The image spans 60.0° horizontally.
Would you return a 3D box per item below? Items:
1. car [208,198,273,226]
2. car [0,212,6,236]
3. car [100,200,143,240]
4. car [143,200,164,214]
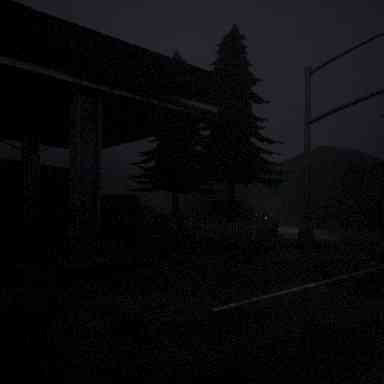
[{"bbox_3d":[3.561,1.469,25.611,2.150,2.045,5.566,1,0,-36],"label":"car"},{"bbox_3d":[-11.734,1.518,18.420,2.242,1.667,4.611,1,0,-36],"label":"car"},{"bbox_3d":[-4.602,1.445,18.244,1.905,1.878,3.866,1,0,-36],"label":"car"},{"bbox_3d":[-5.006,1.636,37.670,2.128,1.511,4.902,1,0,-35],"label":"car"}]
